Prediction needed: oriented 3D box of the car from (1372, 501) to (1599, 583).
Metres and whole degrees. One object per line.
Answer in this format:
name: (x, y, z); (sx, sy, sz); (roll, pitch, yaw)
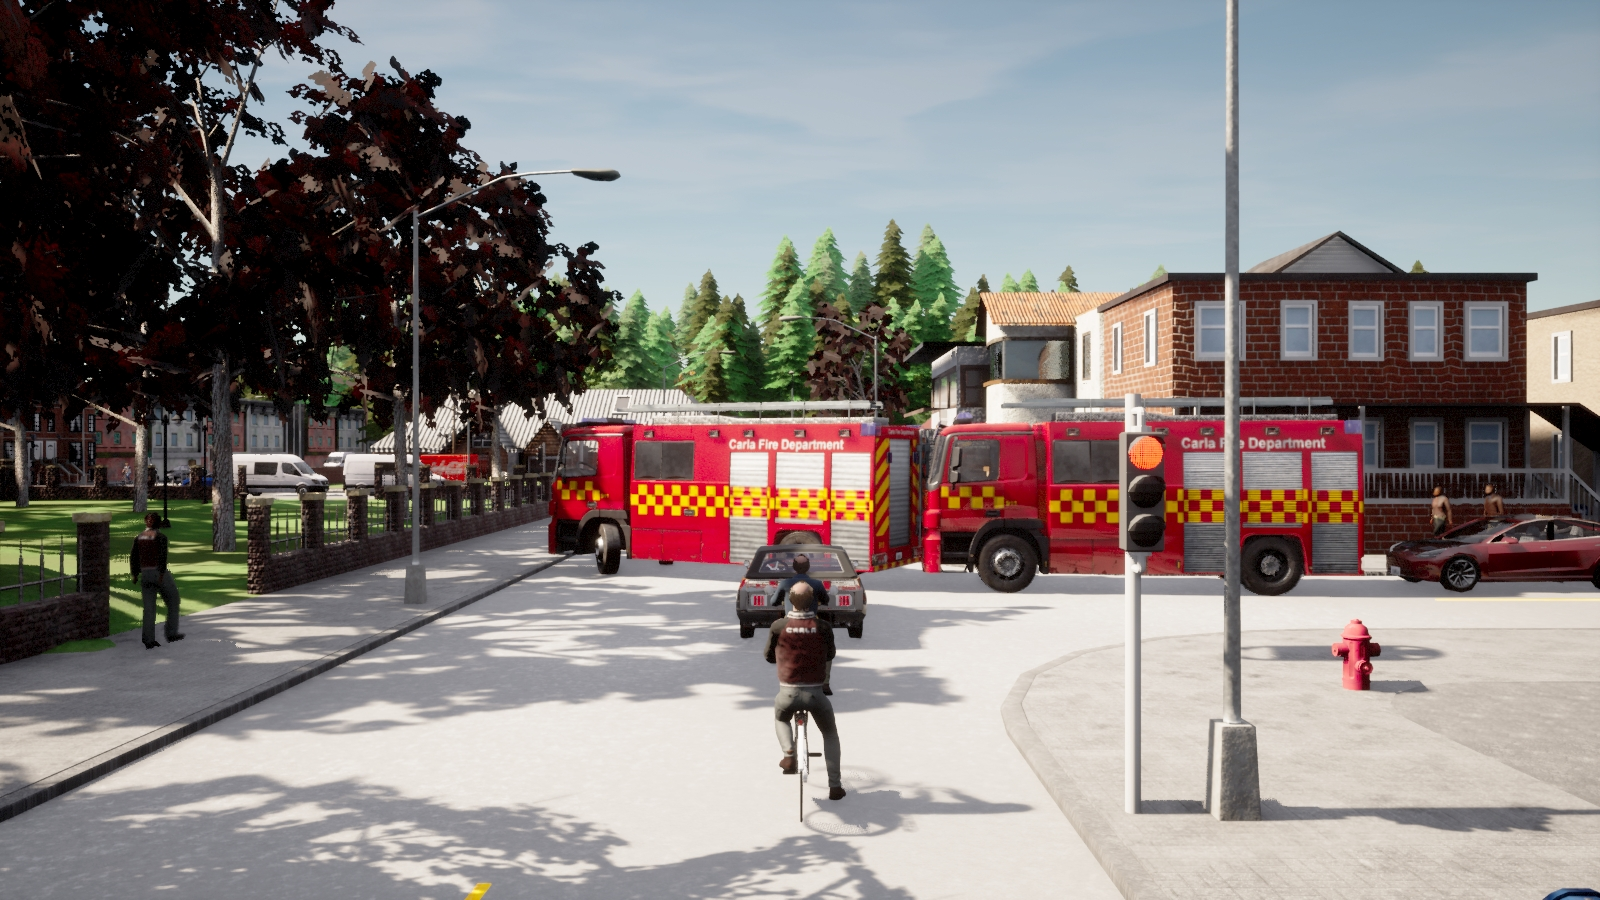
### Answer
car: (14.646, 1.843, 23.389); (4.792, 1.488, 2.163); (0, 0, 0)

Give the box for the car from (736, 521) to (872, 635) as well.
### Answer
car: (0.052, 1.935, 18.331); (1.895, 1.301, 4.718); (0, 0, 0)

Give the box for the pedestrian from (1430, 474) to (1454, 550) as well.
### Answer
pedestrian: (15.798, 1.516, 28.107); (0.375, 1.860, 0.375); (0, 0, -7)

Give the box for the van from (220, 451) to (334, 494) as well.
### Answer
van: (-31.465, 1.314, 68.839); (5.915, 2.561, 1.988); (0, 0, 1)

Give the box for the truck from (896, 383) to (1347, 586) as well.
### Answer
truck: (6.247, 0.669, 23.430); (8.468, 3.827, 2.891); (0, 0, 6)

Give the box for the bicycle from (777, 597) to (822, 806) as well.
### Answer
bicycle: (-0.005, 1.940, 9.200); (0.329, 1.271, 1.835); (0, 0, 0)

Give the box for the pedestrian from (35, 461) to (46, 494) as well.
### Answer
pedestrian: (-42.278, 1.523, 63.622); (0.375, 1.860, 0.375); (0, 0, -7)

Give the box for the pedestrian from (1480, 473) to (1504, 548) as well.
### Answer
pedestrian: (17.327, 1.516, 28.608); (0.375, 1.860, 0.375); (0, 0, 0)

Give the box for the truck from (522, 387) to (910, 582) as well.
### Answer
truck: (-2.007, 0.672, 25.771); (8.468, 3.827, 2.891); (0, 0, 28)

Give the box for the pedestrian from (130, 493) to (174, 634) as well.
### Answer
pedestrian: (-8.755, 1.525, 15.449); (0.375, 1.860, 0.375); (0, 0, 5)

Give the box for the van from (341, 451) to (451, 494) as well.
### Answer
van: (-24.299, 1.314, 68.785); (5.915, 2.561, 1.988); (0, 0, 1)

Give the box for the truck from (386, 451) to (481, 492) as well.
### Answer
truck: (-23.290, 1.338, 72.772); (5.204, 2.467, 2.627); (-1, 0, 0)
